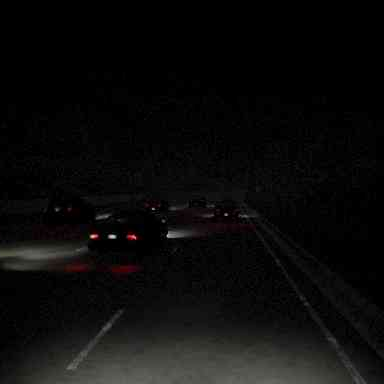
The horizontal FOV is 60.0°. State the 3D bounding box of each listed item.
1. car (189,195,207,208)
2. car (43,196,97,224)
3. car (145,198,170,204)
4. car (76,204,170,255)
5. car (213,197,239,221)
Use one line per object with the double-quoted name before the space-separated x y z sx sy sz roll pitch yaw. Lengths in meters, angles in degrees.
"car" 0.769 1.153 41.158 1.882 1.535 5.008 0 0 6
"car" -8.210 1.133 22.883 2.097 1.767 4.553 0 0 6
"car" -3.493 1.313 34.194 1.895 1.301 4.718 0 0 6
"car" -2.231 1.434 12.895 2.033 1.411 5.357 0 0 6
"car" 2.576 1.336 25.004 1.812 1.442 4.674 0 1 6
